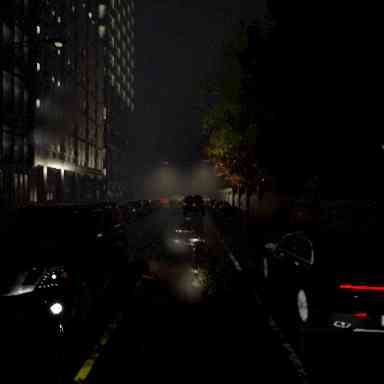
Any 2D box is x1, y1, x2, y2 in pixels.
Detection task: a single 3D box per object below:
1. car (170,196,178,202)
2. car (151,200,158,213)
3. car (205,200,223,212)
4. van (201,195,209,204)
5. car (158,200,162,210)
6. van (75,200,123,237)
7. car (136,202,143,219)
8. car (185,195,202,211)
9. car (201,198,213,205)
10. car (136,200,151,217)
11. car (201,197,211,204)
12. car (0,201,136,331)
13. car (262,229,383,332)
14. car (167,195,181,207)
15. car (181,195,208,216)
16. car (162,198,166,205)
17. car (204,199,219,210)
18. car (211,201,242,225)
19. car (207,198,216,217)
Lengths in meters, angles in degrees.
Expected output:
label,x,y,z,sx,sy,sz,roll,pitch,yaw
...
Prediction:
label,x,y,z,sx,sy,sz,roll,pitch,yaw
car,-4.983,1.796,91.341,1.967,1.590,4.097,0,0,0
car,-5.184,1.590,35.892,1.967,1.590,4.097,0,0,0
car,2.716,1.739,41.404,1.947,1.339,4.313,0,0,0
van,2.837,1.640,74.676,1.690,1.788,3.998,0,0,0
car,-5.165,1.697,41.266,1.752,1.417,4.829,0,0,0
van,-5.244,1.423,19.258,1.690,1.788,3.998,0,0,0
car,-5.225,1.656,24.802,2.008,1.369,4.403,0,0,0
car,0.210,1.411,45.712,2.150,2.045,5.566,0,0,1
car,2.797,1.809,63.584,2.008,1.369,4.403,0,0,0
car,-5.204,1.568,30.347,1.967,1.590,4.097,0,0,0
car,2.817,1.823,69.130,1.887,1.381,4.507,0,0,0
car,-2.843,1.253,7.299,2.150,2.045,5.566,0,0,0
car,2.775,1.536,7.010,1.837,1.490,4.892,0,0,0
car,-2.607,1.459,57.794,2.150,2.045,5.566,0,0,1
car,0.210,1.369,34.966,2.150,2.045,5.566,0,0,0
car,-5.144,1.776,46.981,1.802,1.307,4.206,0,0,0
car,2.737,1.739,46.949,1.887,1.381,4.507,0,0,0
car,2.656,1.651,24.768,1.887,1.381,4.507,0,0,0
car,2.676,1.569,30.314,1.967,1.590,4.097,0,0,0
